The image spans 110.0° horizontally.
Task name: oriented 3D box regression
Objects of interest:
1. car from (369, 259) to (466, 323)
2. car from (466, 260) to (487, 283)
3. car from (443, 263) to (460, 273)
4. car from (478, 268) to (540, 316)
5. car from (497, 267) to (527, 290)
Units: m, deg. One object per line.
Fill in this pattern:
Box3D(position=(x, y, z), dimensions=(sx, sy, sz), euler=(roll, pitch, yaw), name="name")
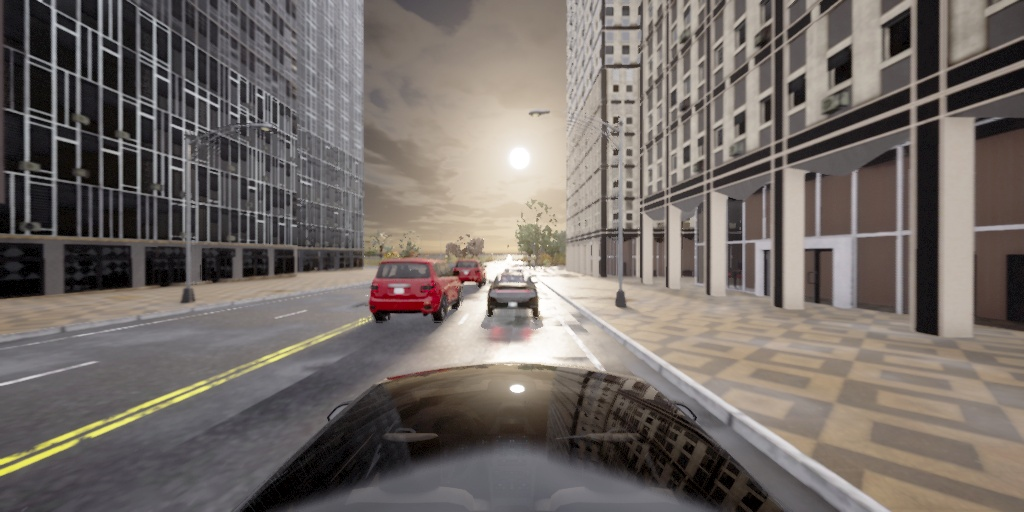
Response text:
Box3D(position=(-3.214, 1.116, 12.980), dimensions=(2.150, 2.045, 5.566), euler=(0, -1, 1), name="car")
Box3D(position=(-3.211, 1.302, 27.969), dimensions=(2.150, 2.045, 5.566), euler=(0, 0, 1), name="car")
Box3D(position=(-9.798, 1.949, 58.502), dimensions=(1.837, 1.490, 4.892), euler=(0, -1, 0), name="car")
Box3D(position=(0.048, 1.399, 14.122), dimensions=(2.128, 1.511, 4.902), euler=(0, -1, 1), name="car")
Box3D(position=(0.029, 1.615, 27.010), dimensions=(2.033, 1.411, 5.357), euler=(0, -1, 0), name="car")
